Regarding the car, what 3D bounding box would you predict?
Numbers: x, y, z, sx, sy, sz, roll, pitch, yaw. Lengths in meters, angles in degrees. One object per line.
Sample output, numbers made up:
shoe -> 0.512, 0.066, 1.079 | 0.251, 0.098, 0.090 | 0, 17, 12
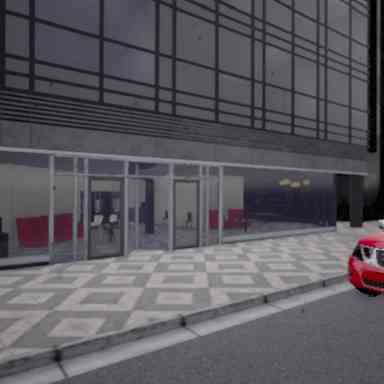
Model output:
car -> 5.851, 1.222, 7.508 | 5.566, 2.045, 2.150 | 0, 0, -35
